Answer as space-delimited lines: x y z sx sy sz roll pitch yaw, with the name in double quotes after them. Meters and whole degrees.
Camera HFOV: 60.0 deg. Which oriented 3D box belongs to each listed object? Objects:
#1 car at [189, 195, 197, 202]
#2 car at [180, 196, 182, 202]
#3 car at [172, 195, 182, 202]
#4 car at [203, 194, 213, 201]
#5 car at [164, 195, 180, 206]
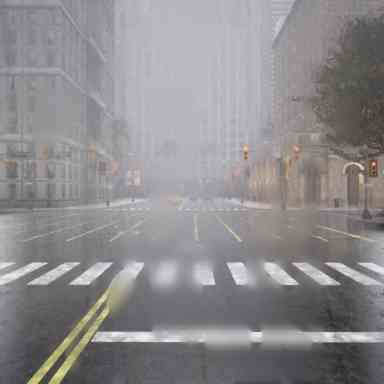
0.236 1.449 78.556 2.128 1.511 4.902 0 0 1 "car"
-3.464 1.478 64.819 1.882 1.535 5.008 0 0 1 "car"
-3.303 1.478 75.044 1.882 1.535 5.008 0 0 1 "car"
3.736 1.280 78.489 2.097 1.767 4.553 0 0 1 "car"
-3.546 1.478 55.510 1.882 1.535 5.008 0 0 0 "car"
